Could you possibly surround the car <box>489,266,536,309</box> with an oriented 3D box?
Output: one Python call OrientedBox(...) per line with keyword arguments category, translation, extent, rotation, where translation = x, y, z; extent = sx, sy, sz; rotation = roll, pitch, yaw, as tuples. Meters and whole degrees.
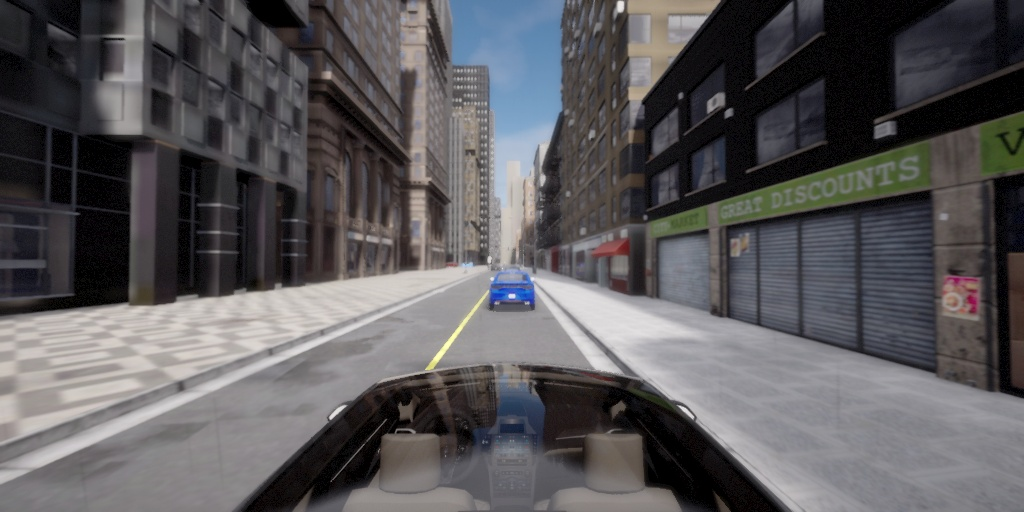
OrientedBox(category="car", translation=(0.023, 1.393, 16.100), extent=(1.882, 1.535, 5.008), rotation=(0, 0, 1))
